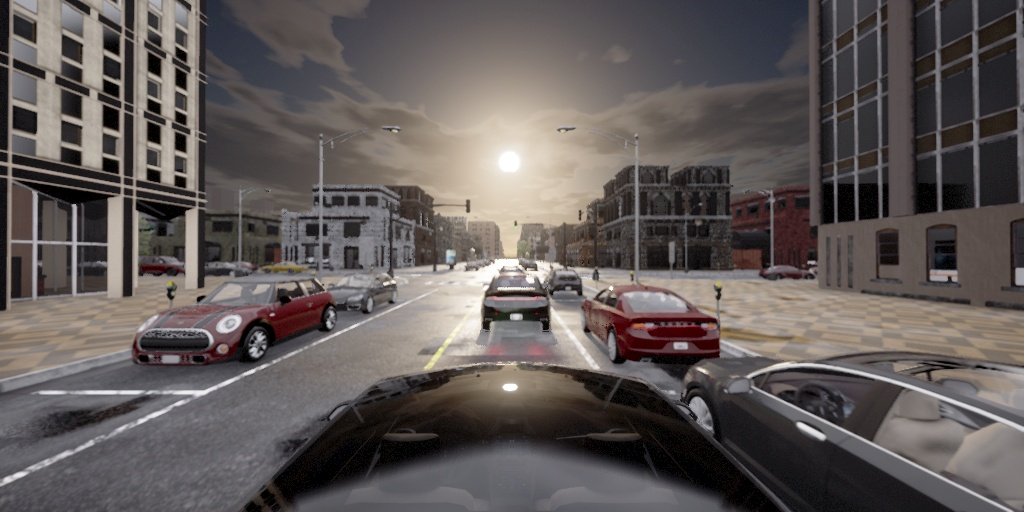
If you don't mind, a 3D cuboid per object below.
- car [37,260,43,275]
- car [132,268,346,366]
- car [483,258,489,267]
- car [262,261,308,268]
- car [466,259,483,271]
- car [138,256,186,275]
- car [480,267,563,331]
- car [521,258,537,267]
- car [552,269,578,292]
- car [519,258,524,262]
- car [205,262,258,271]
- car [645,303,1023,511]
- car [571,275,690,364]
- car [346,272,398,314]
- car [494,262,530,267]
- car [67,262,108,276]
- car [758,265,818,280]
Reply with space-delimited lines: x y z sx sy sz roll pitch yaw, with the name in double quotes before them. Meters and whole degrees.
"car" -42.017 1.133 32.001 4.507 1.381 1.888 0 0 1
"car" -5.689 1.197 7.966 1.967 1.591 4.097 0 0 0
"car" -5.676 1.370 62.779 2.007 1.370 4.403 0 0 0
"car" -25.445 1.236 40.123 4.829 1.417 1.751 0 0 1
"car" -5.678 1.388 51.736 1.802 1.307 4.207 0 0 0
"car" -30.945 0.948 31.828 5.009 1.841 2.192 0 0 1
"car" 0.102 1.252 11.049 2.128 1.511 4.902 0 0 0
"car" 2.702 1.372 51.721 1.948 1.339 4.313 0 0 0
"car" 2.694 1.320 19.330 2.007 1.370 4.403 0 0 0
"car" 2.705 1.401 62.763 1.802 1.307 4.207 0 0 0
"car" -25.408 1.207 31.741 4.403 1.370 2.007 0 0 1
"car" 2.690 1.301 2.255 2.007 1.370 4.403 0 0 0
"car" 2.691 1.302 7.946 1.888 1.381 4.507 0 0 0
"car" -5.688 1.314 13.658 2.007 1.370 4.403 0 0 0
"car" -0.105 1.340 25.055 1.994 1.385 4.181 0 0 -3
"car" -36.481 1.161 31.914 4.403 1.370 2.007 0 0 1
"car" 23.649 1.462 30.938 4.207 1.307 1.802 0 0 1
